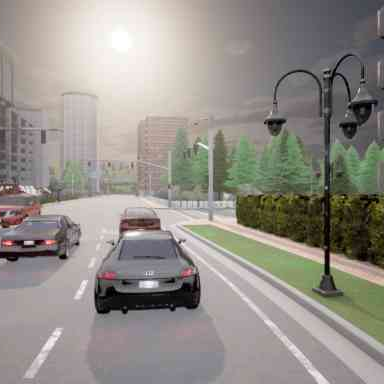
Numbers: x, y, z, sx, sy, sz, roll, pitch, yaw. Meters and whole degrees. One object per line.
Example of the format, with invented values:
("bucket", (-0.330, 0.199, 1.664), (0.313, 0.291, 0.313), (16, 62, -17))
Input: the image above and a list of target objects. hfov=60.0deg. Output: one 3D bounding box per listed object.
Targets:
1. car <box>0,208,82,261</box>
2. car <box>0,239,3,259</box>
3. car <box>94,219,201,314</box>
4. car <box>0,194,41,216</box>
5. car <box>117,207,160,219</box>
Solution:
("car", (-5.317, 1.547, 12.289), (2.033, 1.411, 5.357), (0, 0, -11))
("car", (-3.876, 1.492, 2.757), (2.128, 1.511, 4.902), (0, 0, -5))
("car", (-1.042, 1.564, 7.725), (1.994, 1.385, 4.181), (0, 0, -9))
("car", (-10.614, 1.134, 19.926), (2.150, 2.045, 5.566), (0, 0, -12))
("car", (-2.659, 1.478, 16.563), (1.882, 1.535, 5.008), (0, 0, -12))
